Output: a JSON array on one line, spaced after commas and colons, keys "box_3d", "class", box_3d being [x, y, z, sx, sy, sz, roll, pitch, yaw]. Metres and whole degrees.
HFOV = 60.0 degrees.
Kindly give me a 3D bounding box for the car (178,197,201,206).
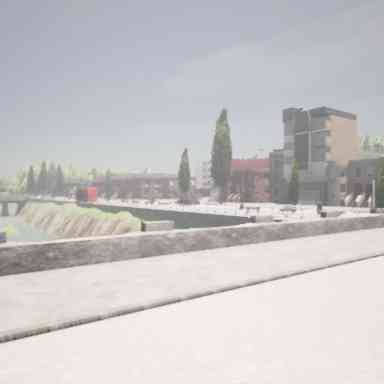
[{"box_3d": [-0.487, 1.521, 54.282, 1.837, 1.490, 4.892, 0, 0, -35], "class": "car"}]
